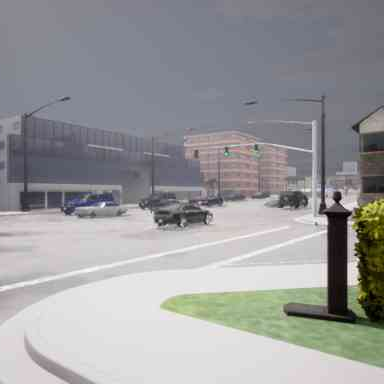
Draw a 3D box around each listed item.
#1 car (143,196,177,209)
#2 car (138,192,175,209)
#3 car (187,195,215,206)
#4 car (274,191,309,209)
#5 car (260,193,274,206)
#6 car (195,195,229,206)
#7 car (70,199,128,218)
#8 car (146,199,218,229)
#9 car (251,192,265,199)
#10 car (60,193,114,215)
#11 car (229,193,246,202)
[{"bbox_3d":[-2.826,1.490,37.210,1.895,1.301,4.718,0,1,35],"label":"car"},{"bbox_3d":[-4.180,1.069,41.378,2.150,2.045,5.566,0,1,36],"label":"car"},{"bbox_3d":[1.423,1.244,49.370,1.895,1.301,4.718,0,2,35],"label":"car"},{"bbox_3d":[12.317,0.900,40.173,2.150,2.045,5.566,0,1,35],"label":"car"},{"bbox_3d":[11.290,1.119,44.785,1.812,1.442,4.674,0,2,35],"label":"car"},{"bbox_3d":[2.443,1.215,44.727,2.128,1.511,4.902,0,1,35],"label":"car"},{"bbox_3d":[-8.083,1.552,29.706,1.895,1.301,4.718,0,0,35],"label":"car"},{"bbox_3d":[-0.488,1.480,21.899,1.837,1.490,4.892,0,0,35],"label":"car"},{"bbox_3d":[13.715,0.730,66.763,2.033,1.411,5.357,0,0,36],"label":"car"},{"bbox_3d":[-10.120,1.168,32.903,2.150,2.045,5.566,0,0,35],"label":"car"},{"bbox_3d":[7.544,0.898,58.079,2.033,1.411,5.357,0,1,35],"label":"car"}]
